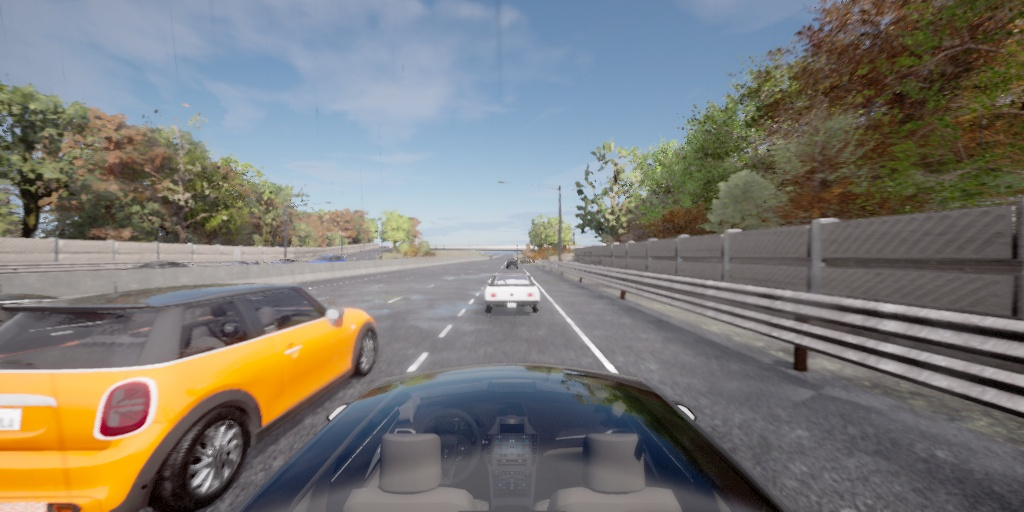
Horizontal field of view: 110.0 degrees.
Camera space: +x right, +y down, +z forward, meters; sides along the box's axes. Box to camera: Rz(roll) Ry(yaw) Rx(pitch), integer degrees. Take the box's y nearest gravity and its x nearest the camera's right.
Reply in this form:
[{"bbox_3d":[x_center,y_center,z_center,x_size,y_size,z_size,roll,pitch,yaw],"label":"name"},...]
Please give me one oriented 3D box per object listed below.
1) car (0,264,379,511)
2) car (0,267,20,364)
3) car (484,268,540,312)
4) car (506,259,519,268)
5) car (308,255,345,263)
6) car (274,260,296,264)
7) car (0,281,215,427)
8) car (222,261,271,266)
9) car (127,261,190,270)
[{"bbox_3d":[-3.401,1.095,4.500,2.097,1.767,4.553,0,0,0],"label":"car"},{"bbox_3d":[-10.400,1.095,4.533,2.097,1.767,4.553,0,0,0],"label":"car"},{"bbox_3d":[0.002,1.324,14.022,1.895,1.301,4.718,0,0,0],"label":"car"},{"bbox_3d":[0.045,1.193,56.637,1.837,1.490,4.892,0,0,1],"label":"car"},{"bbox_3d":[-21.058,0.918,40.853,2.150,2.045,5.566,0,0,0],"label":"car"},{"bbox_3d":[-28.056,1.240,43.728,2.033,1.411,5.357,0,0,1],"label":"car"},{"bbox_3d":[-6.900,1.247,4.766,1.837,1.490,4.892,0,0,0],"label":"car"},{"bbox_3d":[-24.549,1.190,32.244,2.128,1.511,4.902,0,0,1],"label":"car"},{"bbox_3d":[-31.543,1.201,32.088,1.837,1.490,4.892,0,1,1],"label":"car"}]
